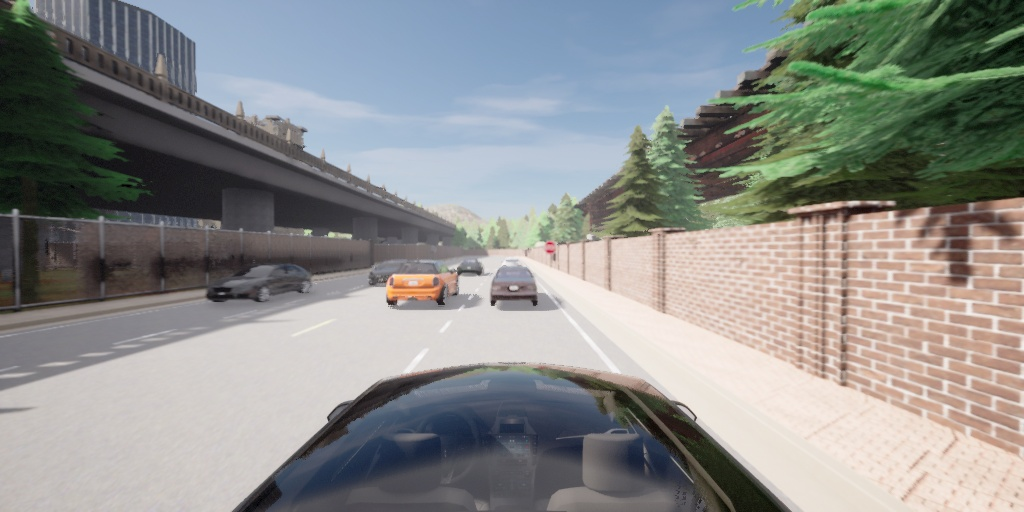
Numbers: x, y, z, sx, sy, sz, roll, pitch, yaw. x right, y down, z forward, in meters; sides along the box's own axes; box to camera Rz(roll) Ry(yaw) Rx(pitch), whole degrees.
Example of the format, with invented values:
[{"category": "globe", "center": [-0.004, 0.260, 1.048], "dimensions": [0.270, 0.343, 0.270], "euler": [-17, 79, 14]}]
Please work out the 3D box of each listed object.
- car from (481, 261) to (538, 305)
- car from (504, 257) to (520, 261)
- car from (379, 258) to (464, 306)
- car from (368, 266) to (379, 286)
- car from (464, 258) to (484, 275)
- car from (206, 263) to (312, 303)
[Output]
[{"category": "car", "center": [0.067, 1.105, 14.814], "dimensions": [2.033, 1.411, 5.357], "euler": [0, 1, 0]}, {"category": "car", "center": [-0.014, 0.837, 31.560], "dimensions": [1.812, 1.442, 4.674], "euler": [0, 1, 0]}, {"category": "car", "center": [-3.457, 0.925, 14.676], "dimensions": [2.097, 1.767, 4.553], "euler": [0, 1, 0]}, {"category": "car", "center": [-7.171, 0.984, 22.003], "dimensions": [1.837, 1.490, 4.892], "euler": [0, 1, 0]}, {"category": "car", "center": [-3.518, 0.892, 31.317], "dimensions": [1.994, 1.385, 4.181], "euler": [0, 1, 0]}, {"category": "car", "center": [-10.650, 1.092, 15.560], "dimensions": [1.837, 1.490, 4.892], "euler": [0, 1, 0]}]
